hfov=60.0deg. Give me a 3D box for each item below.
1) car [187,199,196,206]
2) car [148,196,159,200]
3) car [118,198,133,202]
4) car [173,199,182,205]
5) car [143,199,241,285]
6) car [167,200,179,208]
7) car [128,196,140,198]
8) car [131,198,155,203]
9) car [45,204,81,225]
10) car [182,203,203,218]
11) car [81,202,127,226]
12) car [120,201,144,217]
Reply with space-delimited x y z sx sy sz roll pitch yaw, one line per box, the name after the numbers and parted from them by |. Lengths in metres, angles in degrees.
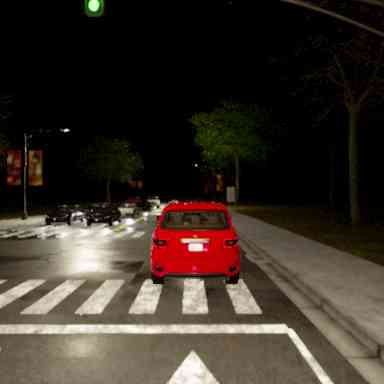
-0.139 2.283 74.379 1.994 1.385 4.181 0 -1 0 | car
-6.621 1.768 56.210 2.150 2.045 5.566 0 -1 0 | car
-9.859 1.988 45.938 2.033 1.411 5.357 0 -1 0 | car
-3.394 2.310 76.999 1.994 1.385 4.181 0 -1 0 | car
0.077 1.314 9.902 2.150 2.045 5.566 0 0 0 | car
-3.341 2.187 60.300 1.895 1.301 4.718 0 -1 0 | car
-9.855 1.767 56.286 2.150 2.045 5.566 0 -1 0 | car
-6.622 1.936 45.145 1.837 1.490 4.892 0 -1 0 | car
-9.895 1.753 26.338 1.837 1.490 4.892 0 -1 0 | car
0.037 1.877 35.069 2.033 1.411 5.357 0 -1 0 | car
-6.642 1.745 25.560 1.837 1.490 4.892 0 -1 0 | car
-6.654 1.930 34.816 1.895 1.301 4.718 0 -1 0 | car
